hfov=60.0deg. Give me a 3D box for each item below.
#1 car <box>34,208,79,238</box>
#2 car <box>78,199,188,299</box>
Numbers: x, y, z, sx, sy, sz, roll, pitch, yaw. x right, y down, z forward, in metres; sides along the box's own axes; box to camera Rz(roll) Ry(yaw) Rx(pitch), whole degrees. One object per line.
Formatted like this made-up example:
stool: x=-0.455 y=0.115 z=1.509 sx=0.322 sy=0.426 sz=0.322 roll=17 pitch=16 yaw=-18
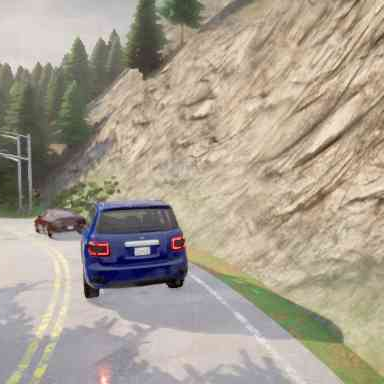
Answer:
car: x=-7.433 y=1.620 z=18.504 sx=1.812 sy=1.442 sz=4.674 roll=-3 pitch=1 yaw=-36
car: x=-1.797 y=1.222 z=8.858 sx=2.150 sy=2.045 sz=5.566 roll=-1 pitch=0 yaw=-19
